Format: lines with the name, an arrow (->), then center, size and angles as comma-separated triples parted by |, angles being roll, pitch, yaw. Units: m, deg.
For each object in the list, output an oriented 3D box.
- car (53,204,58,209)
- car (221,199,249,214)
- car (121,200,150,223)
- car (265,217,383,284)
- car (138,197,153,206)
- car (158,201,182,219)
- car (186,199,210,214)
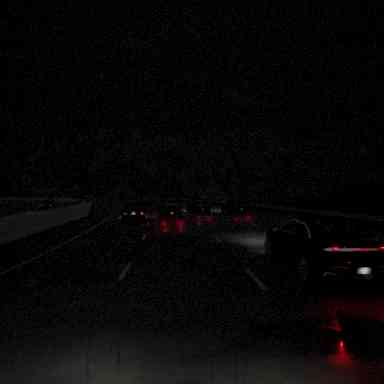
car -> -20.480, 1.795, 47.730 | 1.837, 1.490, 4.892 | -1, 0, -15
car -> 4.323, 1.446, 34.251 | 2.128, 1.511, 4.902 | -1, 0, -11
car -> -4.690, 1.620, 26.612 | 2.033, 1.411, 5.357 | -1, 0, -10
car -> 3.497, 1.448, 9.442 | 2.128, 1.511, 4.902 | -1, 0, -3
car -> -7.863, 1.603, 55.519 | 1.882, 1.535, 5.008 | 0, 0, -18
car -> -2.059, 1.564, 29.921 | 1.812, 1.442, 4.674 | 0, 0, -10
car -> 0.599, 1.496, 35.230 | 2.128, 1.511, 4.902 | -1, 0, -11
